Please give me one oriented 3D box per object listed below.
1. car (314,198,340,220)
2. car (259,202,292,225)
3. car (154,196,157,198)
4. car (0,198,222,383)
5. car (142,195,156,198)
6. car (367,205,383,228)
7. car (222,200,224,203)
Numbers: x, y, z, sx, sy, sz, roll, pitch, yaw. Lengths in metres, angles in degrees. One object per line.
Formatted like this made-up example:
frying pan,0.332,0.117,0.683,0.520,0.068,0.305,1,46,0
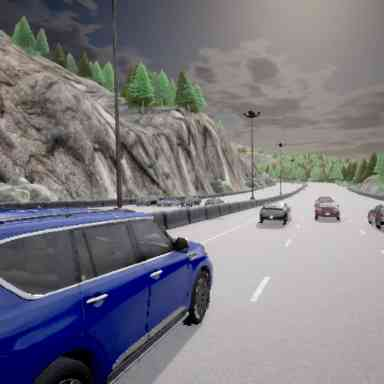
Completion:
car,11.059,1.476,27.291,1.812,1.442,4.674,0,0,21
car,6.100,1.446,24.104,2.128,1.511,4.902,0,0,21
car,-3.373,1.515,48.592,1.895,1.301,4.718,0,0,21
car,-1.456,1.212,4.361,2.150,2.045,5.566,0,0,21
car,-6.639,1.249,49.850,2.097,1.767,4.553,0,0,21
car,12.481,1.510,21.195,2.033,1.411,5.357,0,0,21
car,3.122,1.479,45.981,1.994,1.385,4.181,0,0,21
